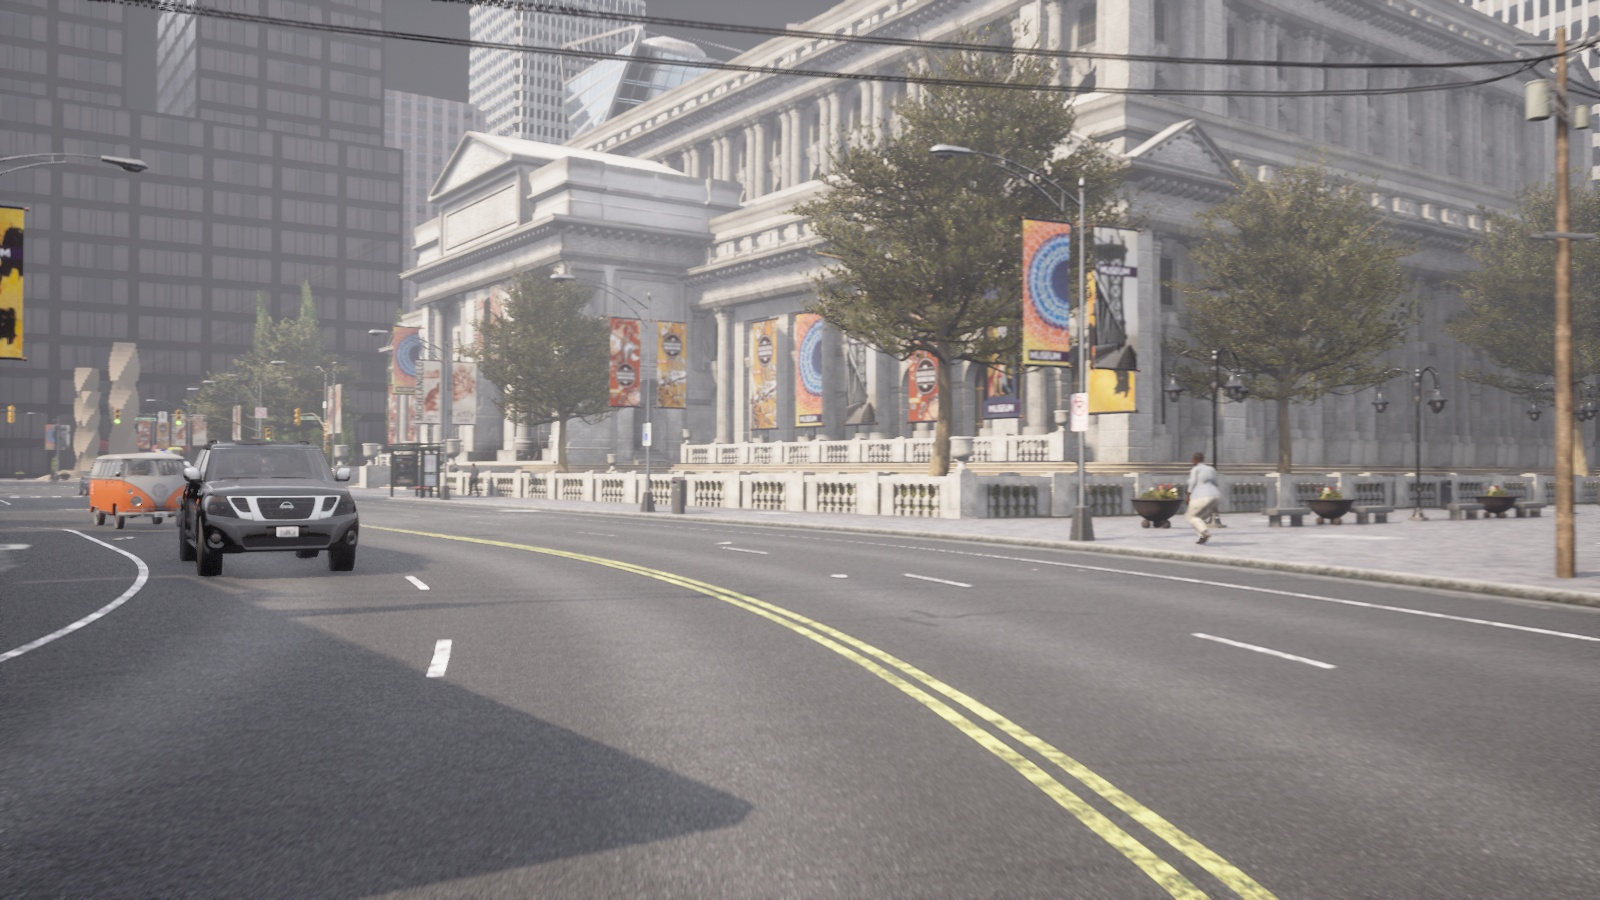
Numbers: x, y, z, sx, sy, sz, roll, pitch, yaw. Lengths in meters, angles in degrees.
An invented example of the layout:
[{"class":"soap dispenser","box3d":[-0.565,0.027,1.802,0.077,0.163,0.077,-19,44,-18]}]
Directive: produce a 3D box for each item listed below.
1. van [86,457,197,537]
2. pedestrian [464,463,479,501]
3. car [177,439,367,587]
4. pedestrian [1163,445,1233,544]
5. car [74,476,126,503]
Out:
[{"class":"van","box3d":[-17.717,1.219,33.706,1.775,1.987,4.442,1,-1,-39]},{"class":"pedestrian","box3d":[-17.180,1.655,65.638,0.423,1.949,0.788,1,-1,-44]},{"class":"car","box3d":[-8.678,0.916,20.298,2.150,2.045,5.566,0,-1,-30]},{"class":"pedestrian","box3d":[7.646,0.838,24.143,0.874,1.855,0.900,0,-1,-28]},{"class":"car","box3d":[-40.186,2.219,72.038,2.163,1.488,4.792,0,-1,-35]}]
